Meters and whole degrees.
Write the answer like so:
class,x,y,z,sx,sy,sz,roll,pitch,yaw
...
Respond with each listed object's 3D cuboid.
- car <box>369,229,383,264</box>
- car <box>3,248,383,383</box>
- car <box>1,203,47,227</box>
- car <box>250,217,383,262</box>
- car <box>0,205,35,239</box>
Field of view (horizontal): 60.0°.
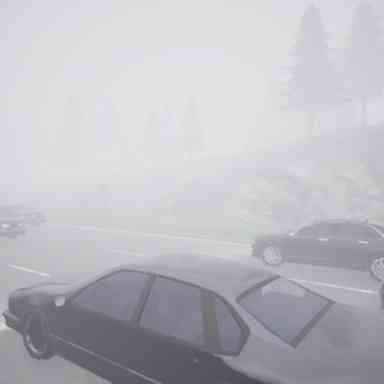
class,x,y,z,sx,sy,sz,roll,pitch,yaw
car,5.330,1.504,4.471,4.902,1.511,2.128,0,0,36
car,-0.215,1.533,4.148,5.357,1.411,2.033,0,0,36
car,-11.206,1.422,20.725,5.357,1.411,2.033,0,0,36
car,4.085,1.494,9.678,4.892,1.490,1.837,0,0,36
car,-9.753,1.448,15.335,5.357,1.411,2.033,0,0,36
